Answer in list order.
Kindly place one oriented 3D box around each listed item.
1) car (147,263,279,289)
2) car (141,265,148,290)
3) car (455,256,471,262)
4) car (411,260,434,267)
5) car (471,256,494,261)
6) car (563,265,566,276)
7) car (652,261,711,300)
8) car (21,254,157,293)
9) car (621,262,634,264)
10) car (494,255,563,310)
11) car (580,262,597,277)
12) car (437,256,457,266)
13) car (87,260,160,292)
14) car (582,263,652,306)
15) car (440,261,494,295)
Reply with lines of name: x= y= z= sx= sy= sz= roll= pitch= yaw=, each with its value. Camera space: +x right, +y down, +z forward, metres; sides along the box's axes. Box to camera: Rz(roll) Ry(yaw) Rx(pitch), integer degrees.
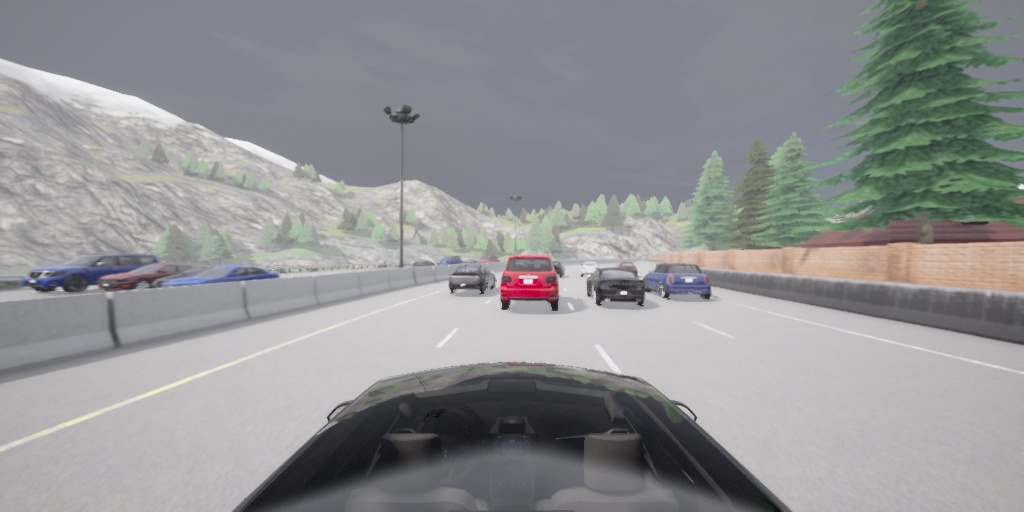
car: x=-13.246 y=1.190 z=16.689 sx=1.882 sy=1.535 sz=5.008 roll=0 pitch=0 yaw=6
car: x=-16.492 y=1.267 z=19.218 sx=1.994 sy=1.385 sz=4.181 roll=0 pitch=0 yaw=7
car: x=-6.952 y=1.229 z=59.566 sx=2.128 sy=1.511 sz=4.902 roll=0 pitch=0 yaw=21
car: x=-14.650 y=1.278 z=58.832 sx=1.994 sy=1.385 sz=4.181 roll=0 pitch=0 yaw=19
car: x=-3.997 y=0.966 z=57.580 sx=2.150 sy=2.045 sz=5.566 roll=0 pitch=0 yaw=20
car: x=4.168 y=1.272 z=35.336 sx=1.837 sy=1.490 sz=4.892 roll=0 pitch=0 yaw=13
car: x=8.244 y=1.129 z=18.303 sx=2.097 sy=1.767 sz=4.553 roll=0 pitch=0 yaw=7
car: x=-23.417 y=0.904 z=20.483 sx=2.150 sy=2.045 sz=5.566 roll=0 pitch=0 yaw=7
car: x=11.533 y=1.315 z=36.069 sx=1.812 sy=1.442 sz=4.674 roll=0 pitch=0 yaw=14
car: x=0.824 y=0.976 z=14.973 sx=2.150 sy=2.045 sz=5.566 roll=0 pitch=0 yaw=6
car: x=7.949 y=1.305 z=36.190 sx=1.812 sy=1.442 sz=4.674 roll=0 pitch=0 yaw=13
car: x=-10.430 y=0.949 z=60.255 sx=2.150 sy=2.045 sz=5.566 roll=0 pitch=0 yaw=21
car: x=-19.898 y=1.171 z=20.307 sx=1.882 sy=1.535 sz=5.008 roll=0 pitch=0 yaw=7
car: x=4.453 y=1.243 z=15.983 sx=1.882 sy=1.535 sz=5.008 roll=0 pitch=0 yaw=6
car: x=-2.117 y=1.238 z=20.059 sx=2.128 sy=1.511 sz=4.902 roll=0 pitch=0 yaw=7
